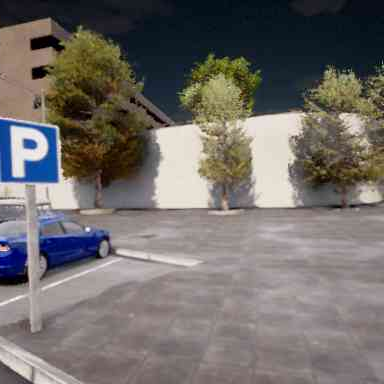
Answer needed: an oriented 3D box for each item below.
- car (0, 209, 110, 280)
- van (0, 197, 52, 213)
[{"bbox_3d":[-4.353,1.486,10.062,2.097,1.535,5.008,0,-1,17],"label":"car"},{"bbox_3d":[-6.711,1.256,11.985,1.878,1.987,4.442,0,-1,17],"label":"van"}]
